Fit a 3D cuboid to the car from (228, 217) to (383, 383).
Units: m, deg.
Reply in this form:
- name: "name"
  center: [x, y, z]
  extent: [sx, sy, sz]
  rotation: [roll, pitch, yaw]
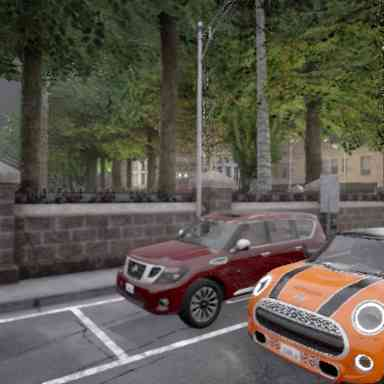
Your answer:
- name: "car"
  center: [3.045, 1.417, 5.441]
  extent: [4.553, 1.767, 2.097]
  rotation: [1, 0, -36]

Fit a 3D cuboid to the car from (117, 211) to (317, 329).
- name: "car"
  center: [0.968, 1.373, 7.236]
  extent: [5.009, 1.841, 2.192]
  rotation: [1, -1, -36]
